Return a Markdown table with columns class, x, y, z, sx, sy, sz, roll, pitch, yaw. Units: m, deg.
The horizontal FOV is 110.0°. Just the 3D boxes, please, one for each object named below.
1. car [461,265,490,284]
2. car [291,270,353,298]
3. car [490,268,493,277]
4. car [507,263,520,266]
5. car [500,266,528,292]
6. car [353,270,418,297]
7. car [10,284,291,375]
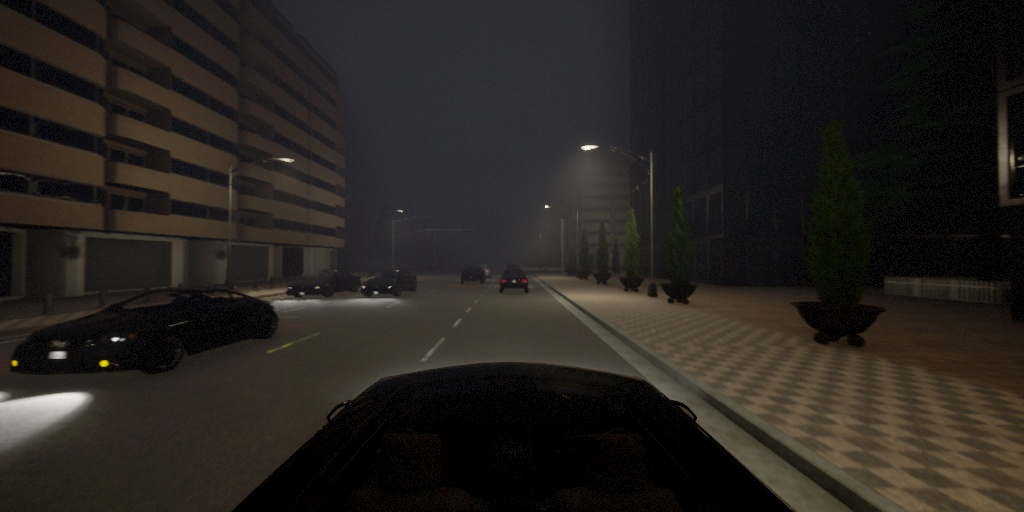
| class | x | y | z | sx | sy | sz | roll | pitch | yaw |
| --- | --- | --- | --- | --- | --- | --- | --- | --- | --- |
| car | -3.365 | 1.625 | 32.049 | 1.882 | 1.535 | 5.008 | 0 | -1 | 0 |
| car | -10.528 | 1.541 | 20.686 | 2.033 | 1.411 | 5.357 | 0 | -1 | 1 |
| car | -3.367 | 1.796 | 41.367 | 1.812 | 1.442 | 4.674 | 0 | -1 | 0 |
| car | 0.156 | 1.627 | 41.574 | 2.097 | 1.767 | 4.553 | 0 | -1 | 0 |
| car | 0.133 | 1.591 | 23.962 | 2.033 | 1.411 | 5.357 | 0 | -1 | 0 |
| car | -7.022 | 1.550 | 21.194 | 2.033 | 1.411 | 5.357 | 0 | -1 | 0 |
| car | -7.052 | 1.387 | 7.578 | 1.994 | 1.385 | 4.181 | 0 | -1 | 1 |
